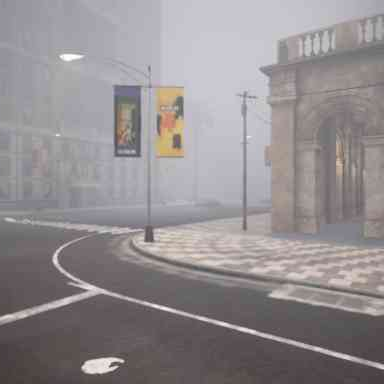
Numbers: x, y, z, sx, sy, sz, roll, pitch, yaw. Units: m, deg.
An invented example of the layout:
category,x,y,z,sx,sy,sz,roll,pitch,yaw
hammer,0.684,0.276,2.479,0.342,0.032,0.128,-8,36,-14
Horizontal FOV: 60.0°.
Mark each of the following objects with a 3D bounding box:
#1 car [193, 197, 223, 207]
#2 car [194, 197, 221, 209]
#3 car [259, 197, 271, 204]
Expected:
category,x,y,z,sx,sy,sz,roll,pitch,yaw
car,2.484,1.513,51.168,2.033,1.411,5.357,0,0,36
car,2.242,1.496,44.823,1.812,1.442,4.674,0,0,35
car,14.151,1.584,61.223,1.895,1.301,4.718,0,0,36
